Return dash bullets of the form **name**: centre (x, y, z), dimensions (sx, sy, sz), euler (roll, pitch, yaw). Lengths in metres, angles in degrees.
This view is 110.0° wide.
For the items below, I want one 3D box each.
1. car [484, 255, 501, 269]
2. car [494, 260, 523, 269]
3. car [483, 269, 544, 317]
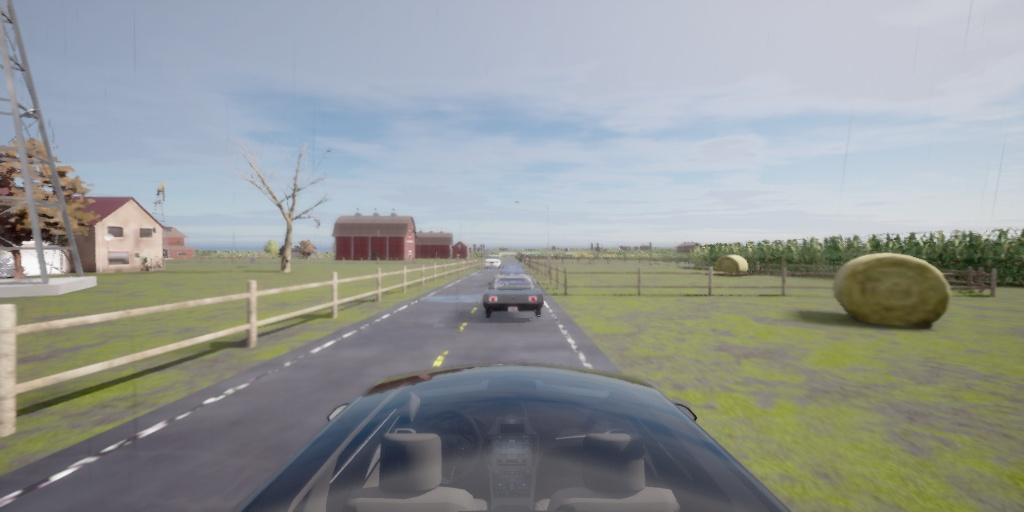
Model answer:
- **car**: centre (-2.823, 0.872, 52.649), dimensions (2.150, 2.045, 5.566), euler (0, 0, 0)
- **car**: centre (0.041, 1.242, 25.938), dimensions (2.033, 1.411, 5.357), euler (0, 0, 1)
- **car**: centre (0.060, 1.324, 13.069), dimensions (1.895, 1.301, 4.718), euler (0, 0, 1)
